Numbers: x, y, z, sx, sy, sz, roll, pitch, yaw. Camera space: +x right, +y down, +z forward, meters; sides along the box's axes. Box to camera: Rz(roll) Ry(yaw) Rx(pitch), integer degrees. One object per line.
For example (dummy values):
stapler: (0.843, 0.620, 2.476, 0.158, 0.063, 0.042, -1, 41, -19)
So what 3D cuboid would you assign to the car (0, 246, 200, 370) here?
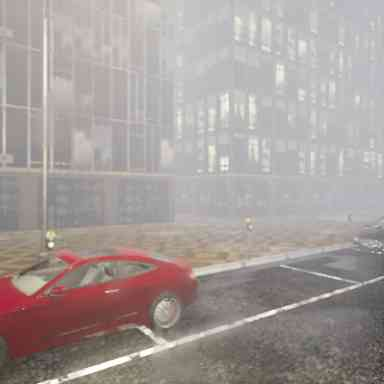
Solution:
car: (-1.796, 1.578, 5.273, 4.206, 1.307, 1.802, 0, 0, -35)

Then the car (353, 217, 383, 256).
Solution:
car: (7.474, 1.511, 11.883, 4.403, 1.369, 2.008, 0, 0, -35)
